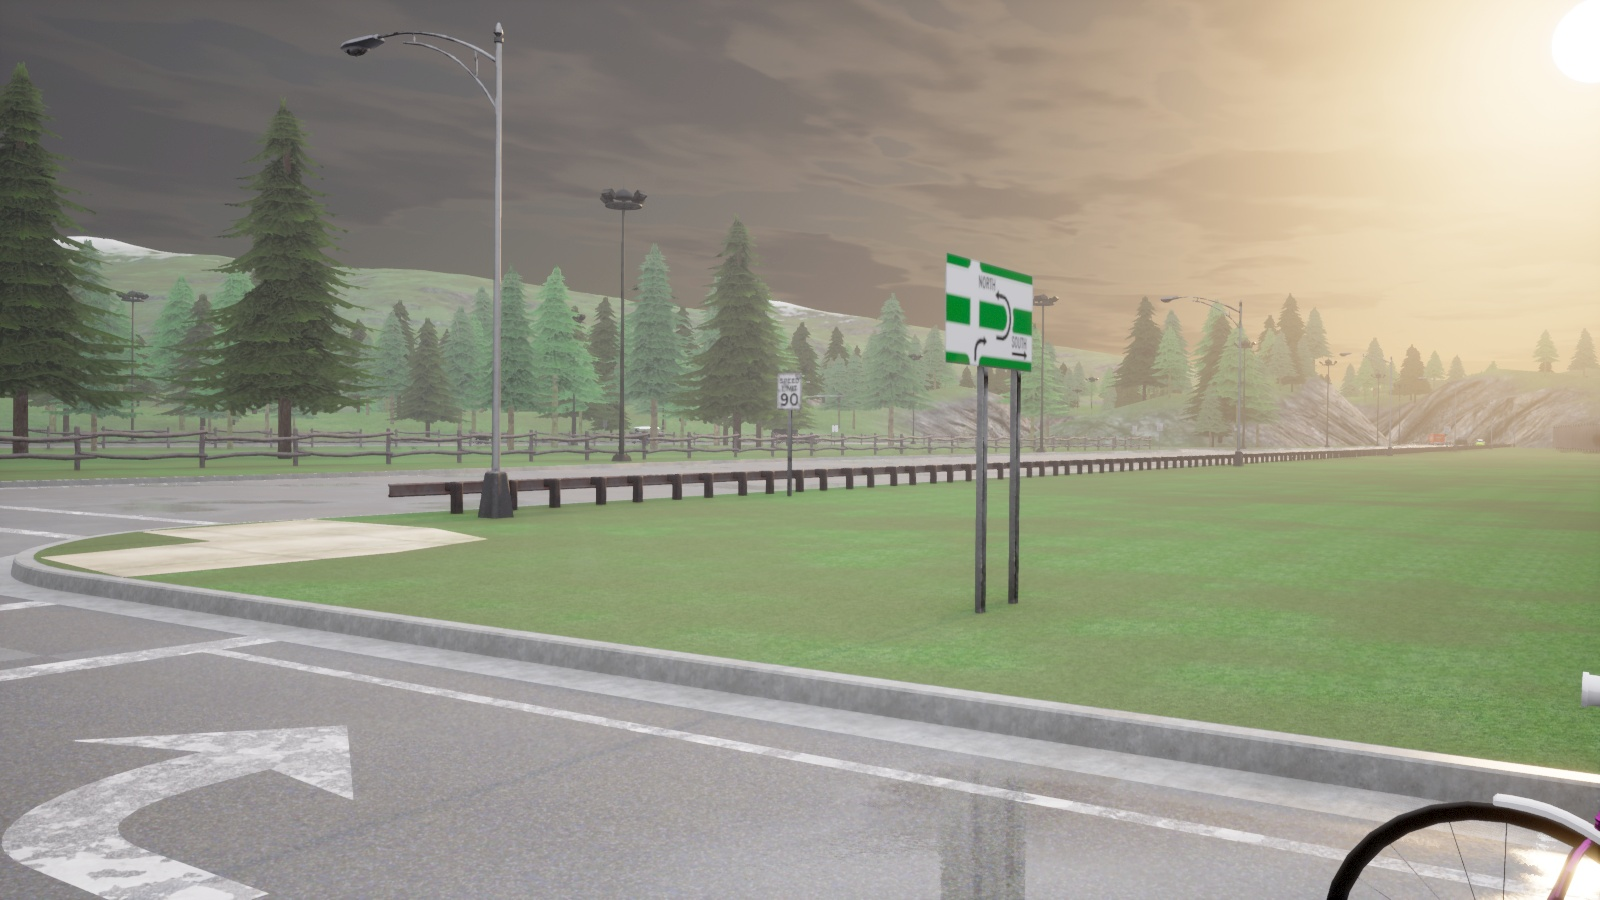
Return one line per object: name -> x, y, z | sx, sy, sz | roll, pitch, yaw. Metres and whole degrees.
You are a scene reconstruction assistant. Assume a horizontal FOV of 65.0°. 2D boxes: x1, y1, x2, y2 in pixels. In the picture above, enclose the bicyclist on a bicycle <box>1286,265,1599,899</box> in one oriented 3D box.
bicyclist on a bicycle -> 1.943, 0.552, 2.330 | 1.843, 1.776, 0.659 | 0, 1, 34
